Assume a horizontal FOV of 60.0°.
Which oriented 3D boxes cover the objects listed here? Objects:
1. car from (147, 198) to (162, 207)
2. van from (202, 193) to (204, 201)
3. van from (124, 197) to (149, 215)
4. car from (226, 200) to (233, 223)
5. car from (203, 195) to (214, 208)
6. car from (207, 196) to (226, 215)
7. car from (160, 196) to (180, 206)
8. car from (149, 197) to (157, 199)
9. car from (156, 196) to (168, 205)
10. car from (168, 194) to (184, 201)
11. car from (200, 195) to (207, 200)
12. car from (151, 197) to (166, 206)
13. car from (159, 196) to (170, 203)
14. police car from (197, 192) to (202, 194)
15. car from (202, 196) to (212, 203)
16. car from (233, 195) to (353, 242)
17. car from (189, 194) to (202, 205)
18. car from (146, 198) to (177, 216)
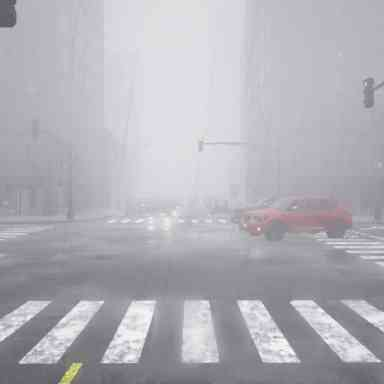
[{"bbox_3d":[-5.614,1.584,50.436,1.802,1.307,4.206,0,0,0],"label":"car"},{"bbox_3d":[2.939,1.343,56.068,1.690,1.788,3.998,0,0,0],"label":"van"},{"bbox_3d":[-5.698,1.343,33.431,1.690,1.788,3.998,0,0,0],"label":"van"},{"bbox_3d":[5.162,1.224,20.676,5.566,2.045,2.150,0,0,0],"label":"car"},{"bbox_3d":[2.883,1.443,44.730,1.967,1.590,4.097,0,0,0],"label":"car"},{"bbox_3d":[2.828,1.442,33.392,1.967,1.590,4.097,0,0,0],"label":"car"},{"bbox_3d":[-2.890,1.603,43.189,1.895,1.301,4.718,0,0,1],"label":"car"},{"bbox_3d":[-5.670,1.442,39.100,1.967,1.590,4.097,0,0,0],"label":"car"},{"bbox_3d":[-5.559,1.526,61.603,1.752,1.417,4.829,0,0,0],"label":"car"},{"bbox_3d":[-2.829,1.550,53.879,2.033,1.411,5.357,0,0,1],"label":"car"},{"bbox_3d":[3.108,1.557,90.084,1.947,1.339,4.313,0,0,0],"label":"car"},{"bbox_3d":[-5.586,1.568,56.105,1.947,1.339,4.313,0,0,0],"label":"car"},{"bbox_3d":[-5.530,1.566,67.441,1.947,1.339,4.313,0,0,0],"label":"car"},{"bbox_3d":[2.754,1.420,79.498,1.930,1.638,5.238,0,0,0],"label":"police car"},{"bbox_3d":[2.996,1.551,67.407,2.008,1.369,4.403,0,0,0],"label":"car"},{"bbox_3d":[5.140,1.228,16.393,5.566,2.045,2.150,0,0,-16],"label":"car"},{"bbox_3d":[0.399,1.549,59.271,2.033,1.411,5.357,0,0,0],"label":"car"},{"bbox_3d":[-2.940,1.602,33.206,1.895,1.301,4.718,0,0,3],"label":"car"}]
